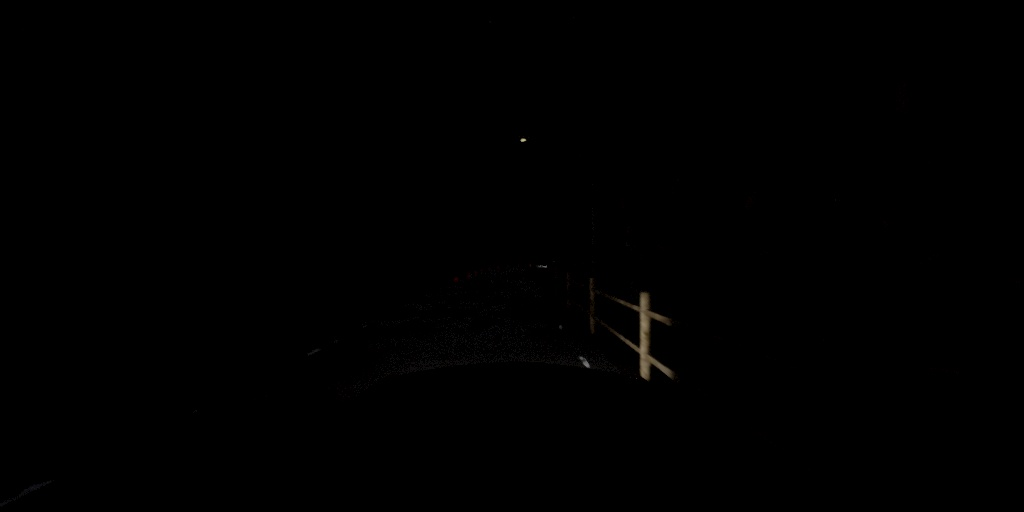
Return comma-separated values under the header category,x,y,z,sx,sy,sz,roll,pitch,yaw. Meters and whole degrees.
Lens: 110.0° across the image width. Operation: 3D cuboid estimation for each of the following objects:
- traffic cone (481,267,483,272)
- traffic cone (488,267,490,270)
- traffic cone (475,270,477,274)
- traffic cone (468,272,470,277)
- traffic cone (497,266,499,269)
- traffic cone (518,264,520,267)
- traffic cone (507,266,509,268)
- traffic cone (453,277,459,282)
category,x,y,z,sx,sy,sz,roll,pitch,yaw
traffic cone,-3.706,1.672,43.644,0.340,0.580,0.340,0,0,4
traffic cone,-3.107,1.657,48.813,0.340,0.580,0.340,0,0,9
traffic cone,-3.879,1.684,38.462,0.340,0.580,0.340,0,0,0
traffic cone,-4.015,1.695,33.491,0.340,0.580,0.340,0,0,-1
traffic cone,-2.083,1.641,53.914,0.340,0.580,0.340,0,0,14
traffic cone,1.208,1.605,63.778,0.340,0.580,0.340,0,0,23
traffic cone,-0.642,1.624,58.914,0.340,0.580,0.340,0,0,18
traffic cone,-4.261,1.532,27.546,0.340,0.580,0.340,0,0,0
